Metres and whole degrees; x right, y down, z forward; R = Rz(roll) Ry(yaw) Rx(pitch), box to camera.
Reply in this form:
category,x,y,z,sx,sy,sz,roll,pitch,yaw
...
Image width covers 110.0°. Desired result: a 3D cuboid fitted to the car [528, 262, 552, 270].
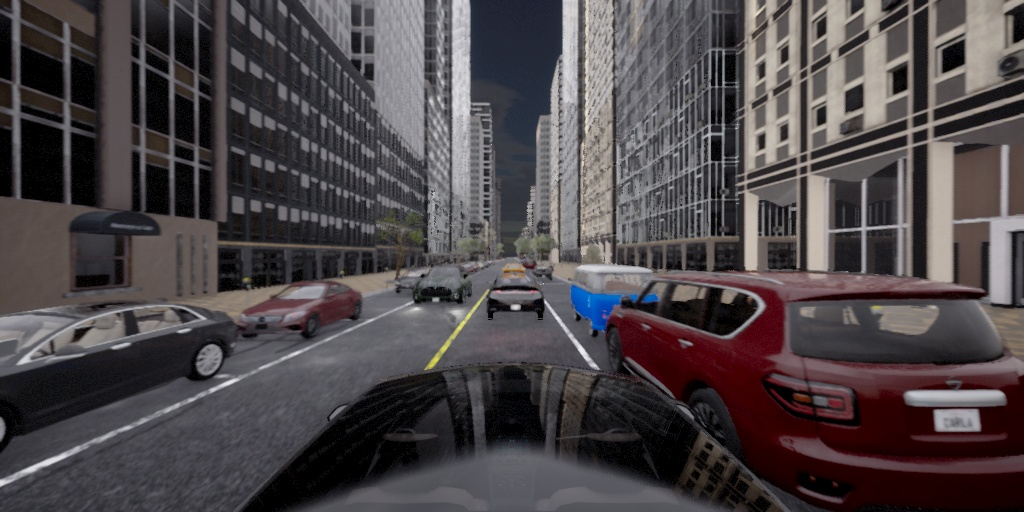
category,x,y,z,sx,sy,sz,roll,pitch,yaw
car,2.733,1.505,32.955,2.007,1.370,4.403,0,0,0

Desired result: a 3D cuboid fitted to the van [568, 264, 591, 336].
category,x,y,z,sx,sy,sz,roll,pitch,yaw
van,2.698,1.149,10.221,1.690,1.789,3.998,0,0,0

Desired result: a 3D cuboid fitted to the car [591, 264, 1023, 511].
category,x,y,z,sx,sy,sz,roll,pitch,yaw
car,2.689,1.086,4.538,2.192,1.841,5.009,0,0,0

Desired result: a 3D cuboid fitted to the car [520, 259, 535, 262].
category,x,y,z,sx,sy,sz,roll,pitch,yaw
car,2.768,1.415,55.689,2.192,1.841,5.009,0,0,0

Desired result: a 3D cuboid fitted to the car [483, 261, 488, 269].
category,x,y,z,sx,sy,sz,roll,pitch,yaw
car,-5.604,1.652,61.216,1.751,1.417,4.829,0,0,0

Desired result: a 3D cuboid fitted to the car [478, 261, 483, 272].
category,x,y,z,sx,sy,sz,roll,pitch,yaw
car,-5.621,1.494,50.018,1.967,1.591,4.097,0,0,0

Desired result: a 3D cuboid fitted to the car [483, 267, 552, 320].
category,x,y,z,sx,sy,sz,roll,pitch,yaw
car,0.114,1.314,13.000,2.128,1.511,4.902,0,0,0

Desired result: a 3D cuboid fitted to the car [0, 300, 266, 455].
category,x,y,z,sx,sy,sz,roll,pitch,yaw
car,-5.692,1.312,4.551,2.007,1.370,4.403,0,0,0

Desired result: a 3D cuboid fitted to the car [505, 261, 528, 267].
category,x,y,z,sx,sy,sz,roll,pitch,yaw
car,0.141,1.414,30.564,1.882,1.535,5.008,0,0,0

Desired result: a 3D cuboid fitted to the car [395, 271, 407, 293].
category,x,y,z,sx,sy,sz,roll,pitch,yaw
car,-5.665,1.423,21.601,2.007,1.370,4.403,0,0,0

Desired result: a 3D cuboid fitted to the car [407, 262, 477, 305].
category,x,y,z,sx,sy,sz,roll,pitch,yaw
car,-3.070,1.195,16.731,2.097,1.767,4.553,0,0,0

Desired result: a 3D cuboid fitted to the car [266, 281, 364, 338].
category,x,y,z,sx,sy,sz,roll,pitch,yaw
car,-5.683,1.381,10.234,1.802,1.307,4.207,0,0,0
